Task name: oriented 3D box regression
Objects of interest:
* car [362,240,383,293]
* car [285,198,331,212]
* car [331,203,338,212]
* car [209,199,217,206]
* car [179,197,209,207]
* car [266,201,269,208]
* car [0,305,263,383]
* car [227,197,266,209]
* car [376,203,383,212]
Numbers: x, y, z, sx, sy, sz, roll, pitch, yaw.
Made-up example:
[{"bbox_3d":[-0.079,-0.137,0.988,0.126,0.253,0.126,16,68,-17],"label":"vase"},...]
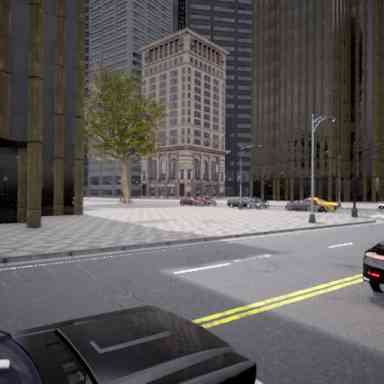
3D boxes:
[{"bbox_3d":[5.816,1.491,7.585,4.902,1.511,2.128,0,0,-35],"label":"car"},{"bbox_3d":[12.245,1.514,36.038,1.994,1.385,4.181,1,0,-39],"label":"car"},{"bbox_3d":[14.395,1.460,38.573,1.882,1.535,5.008,1,0,-38],"label":"car"},{"bbox_3d":[1.914,1.504,53.541,1.812,1.442,4.674,1,0,-41],"label":"car"},{"bbox_3d":[-0.027,1.473,50.839,1.812,1.442,4.674,1,0,-41],"label":"car"},{"bbox_3d":[8.415,1.473,45.946,2.128,1.511,4.902,1,0,-40],"label":"car"},{"bbox_3d":[-1.706,1.601,2.225,4.718,1.301,1.895,0,0,-36],"label":"car"},{"bbox_3d":[6.656,1.441,42.986,2.128,1.511,4.902,1,0,-40],"label":"car"},{"bbox_3d":[23.528,1.575,37.748,1.812,1.442,4.674,1,0,-37],"label":"car"}]
